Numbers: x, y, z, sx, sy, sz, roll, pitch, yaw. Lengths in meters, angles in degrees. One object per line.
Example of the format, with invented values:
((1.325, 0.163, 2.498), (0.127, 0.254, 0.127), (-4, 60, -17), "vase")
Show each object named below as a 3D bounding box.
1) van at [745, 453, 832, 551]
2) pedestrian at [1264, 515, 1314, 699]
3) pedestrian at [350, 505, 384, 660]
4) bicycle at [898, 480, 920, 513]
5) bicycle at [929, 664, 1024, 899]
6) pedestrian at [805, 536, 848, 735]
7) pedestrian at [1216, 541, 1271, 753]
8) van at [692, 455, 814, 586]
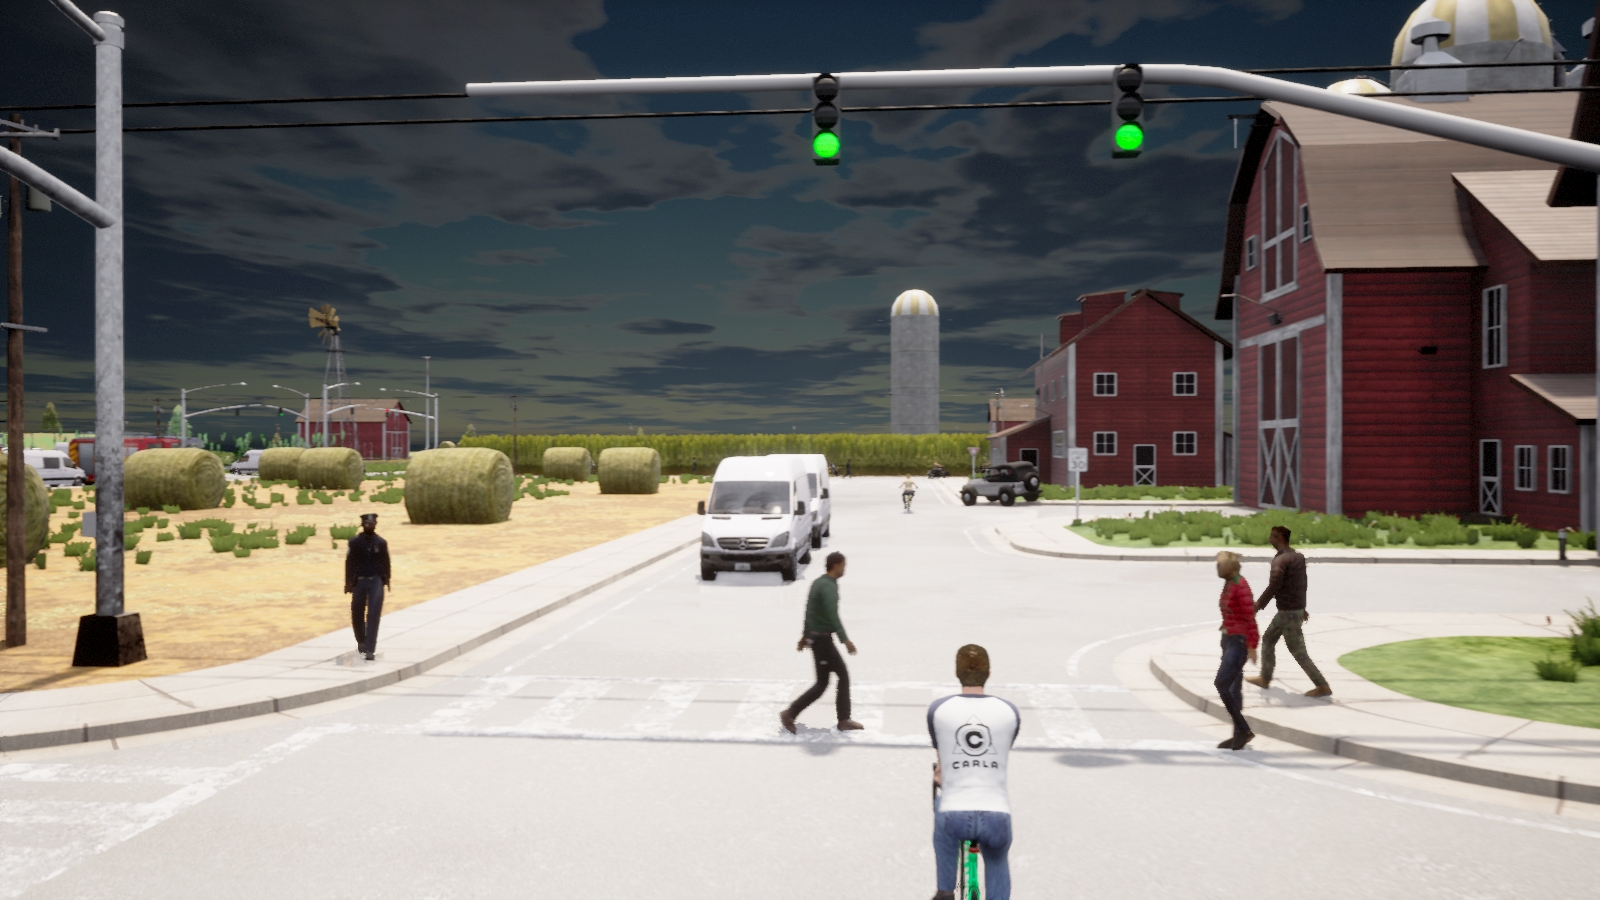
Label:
((-0.220, 1.397, 33.394), (1.988, 2.561, 5.915), (0, 0, 5), "van")
((5.133, 1.626, 11.987), (0.375, 1.860, 0.375), (0, 0, 42), "pedestrian")
((-5.355, 1.622, 14.137), (0.375, 1.860, 0.375), (0, 0, -23), "pedestrian")
((4.485, 1.915, 47.133), (0.859, 1.276, 1.487), (-1, 0, 5), "bicycle")
((0.879, 2.018, 5.925), (0.373, 1.496, 1.643), (0, 0, 5), "bicycle")
((0.256, 1.783, 11.093), (0.375, 1.860, 0.375), (0, 0, -5), "pedestrian")
((4.048, 1.782, 10.436), (0.375, 1.860, 0.375), (0, 0, 5), "pedestrian")
((-0.898, 1.418, 25.701), (1.988, 2.561, 5.915), (0, 0, 5), "van")
